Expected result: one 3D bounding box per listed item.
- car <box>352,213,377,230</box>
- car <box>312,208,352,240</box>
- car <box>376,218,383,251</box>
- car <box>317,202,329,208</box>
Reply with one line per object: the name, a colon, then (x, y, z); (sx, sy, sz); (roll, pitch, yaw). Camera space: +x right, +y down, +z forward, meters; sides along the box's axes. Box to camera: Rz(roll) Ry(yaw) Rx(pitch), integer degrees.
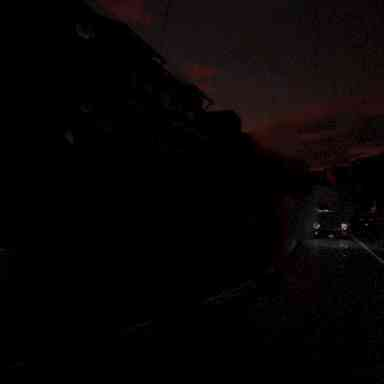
car: (15.911, 2.666, 30.955); (2.128, 1.511, 4.902); (-1, -2, 21)
car: (9.176, 2.174, 22.213); (2.097, 1.767, 4.553); (-1, -3, 21)
car: (9.251, 1.669, 13.450); (2.150, 2.045, 5.566); (-1, -3, 21)
car: (23.953, 2.532, 60.999); (1.994, 1.385, 4.181); (-1, 1, 21)
